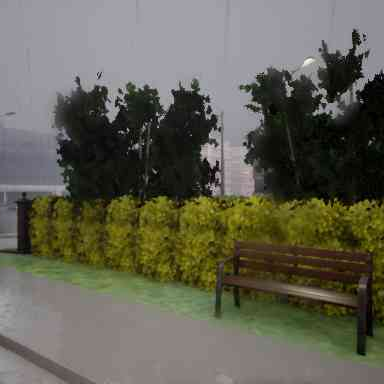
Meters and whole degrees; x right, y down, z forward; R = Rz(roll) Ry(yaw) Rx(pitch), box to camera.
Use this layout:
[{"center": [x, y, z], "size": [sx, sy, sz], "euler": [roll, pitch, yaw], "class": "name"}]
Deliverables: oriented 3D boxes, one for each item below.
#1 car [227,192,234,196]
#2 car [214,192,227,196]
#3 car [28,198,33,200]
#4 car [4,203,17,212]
[{"center": [8.142, 0.676, 76.357], "size": [1.812, 1.442, 4.674], "euler": [0, 0, 35], "class": "car"}, {"center": [4.271, 0.802, 64.824], "size": [1.812, 1.442, 4.674], "euler": [0, 1, 36], "class": "car"}, {"center": [-15.804, 1.549, 36.334], "size": [1.895, 1.301, 4.718], "euler": [0, 0, 36], "class": "car"}, {"center": [-18.876, 1.478, 38.044], "size": [1.812, 1.442, 4.674], "euler": [0, 1, 35], "class": "car"}]
